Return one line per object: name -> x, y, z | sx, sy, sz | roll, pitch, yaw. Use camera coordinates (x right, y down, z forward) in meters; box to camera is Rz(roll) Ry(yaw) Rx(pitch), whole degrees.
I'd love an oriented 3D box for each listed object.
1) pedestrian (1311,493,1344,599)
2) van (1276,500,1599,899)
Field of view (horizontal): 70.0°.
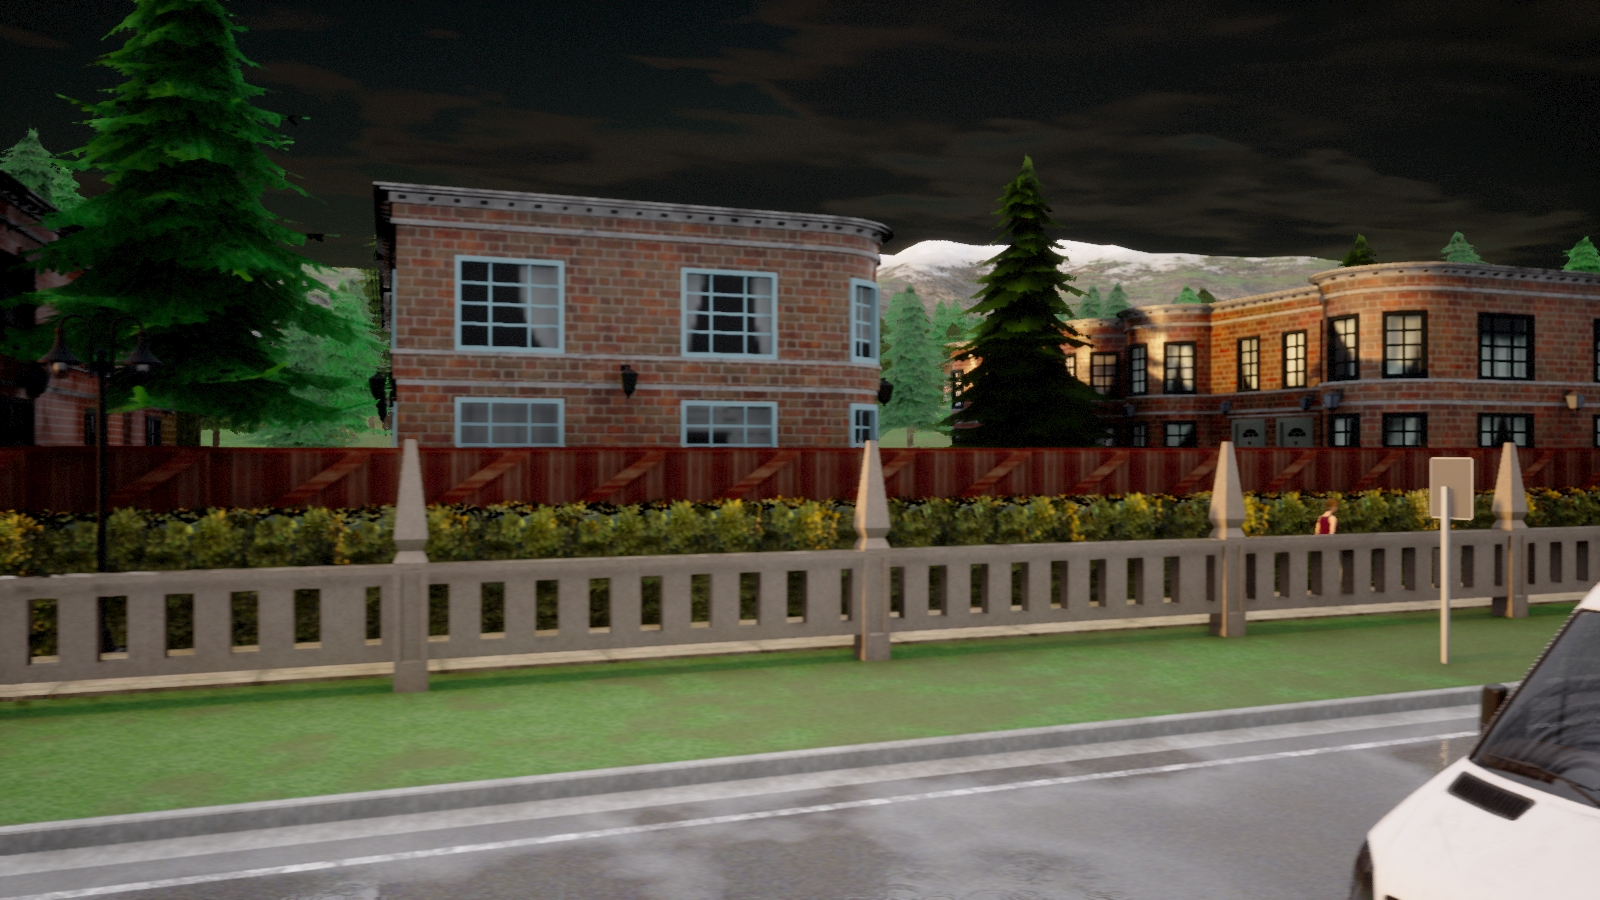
pedestrian -> 9.421, 1.705, 20.406 | 0.375, 1.860, 0.375 | 0, 0, -20
van -> 5.264, 1.536, 5.208 | 5.915, 2.561, 1.988 | 0, 0, -20
